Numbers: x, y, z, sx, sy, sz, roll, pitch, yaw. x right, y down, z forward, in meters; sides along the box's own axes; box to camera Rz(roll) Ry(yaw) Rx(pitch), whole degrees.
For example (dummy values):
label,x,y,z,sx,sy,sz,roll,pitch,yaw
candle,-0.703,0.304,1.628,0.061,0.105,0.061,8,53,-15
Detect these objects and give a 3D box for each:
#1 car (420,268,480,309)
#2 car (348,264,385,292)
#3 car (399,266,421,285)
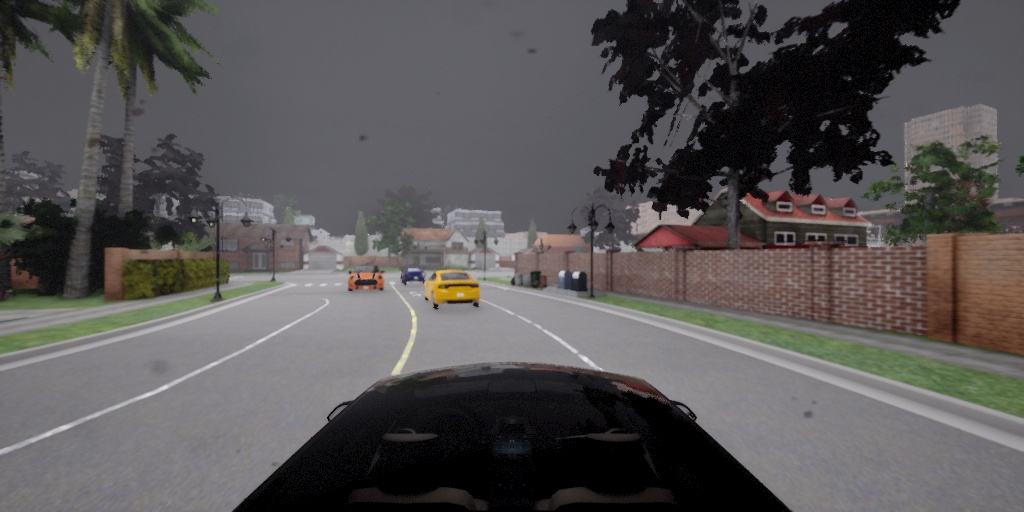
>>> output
label,x,y,z,sx,sy,sz,roll,pitch,yaw
car,-2.815,1.378,16.151,1.882,1.535,5.008,0,-1,-20
car,-9.532,1.339,23.562,2.097,1.767,4.553,0,-1,-21
car,-8.260,1.577,30.101,1.812,1.442,4.674,0,0,-20
